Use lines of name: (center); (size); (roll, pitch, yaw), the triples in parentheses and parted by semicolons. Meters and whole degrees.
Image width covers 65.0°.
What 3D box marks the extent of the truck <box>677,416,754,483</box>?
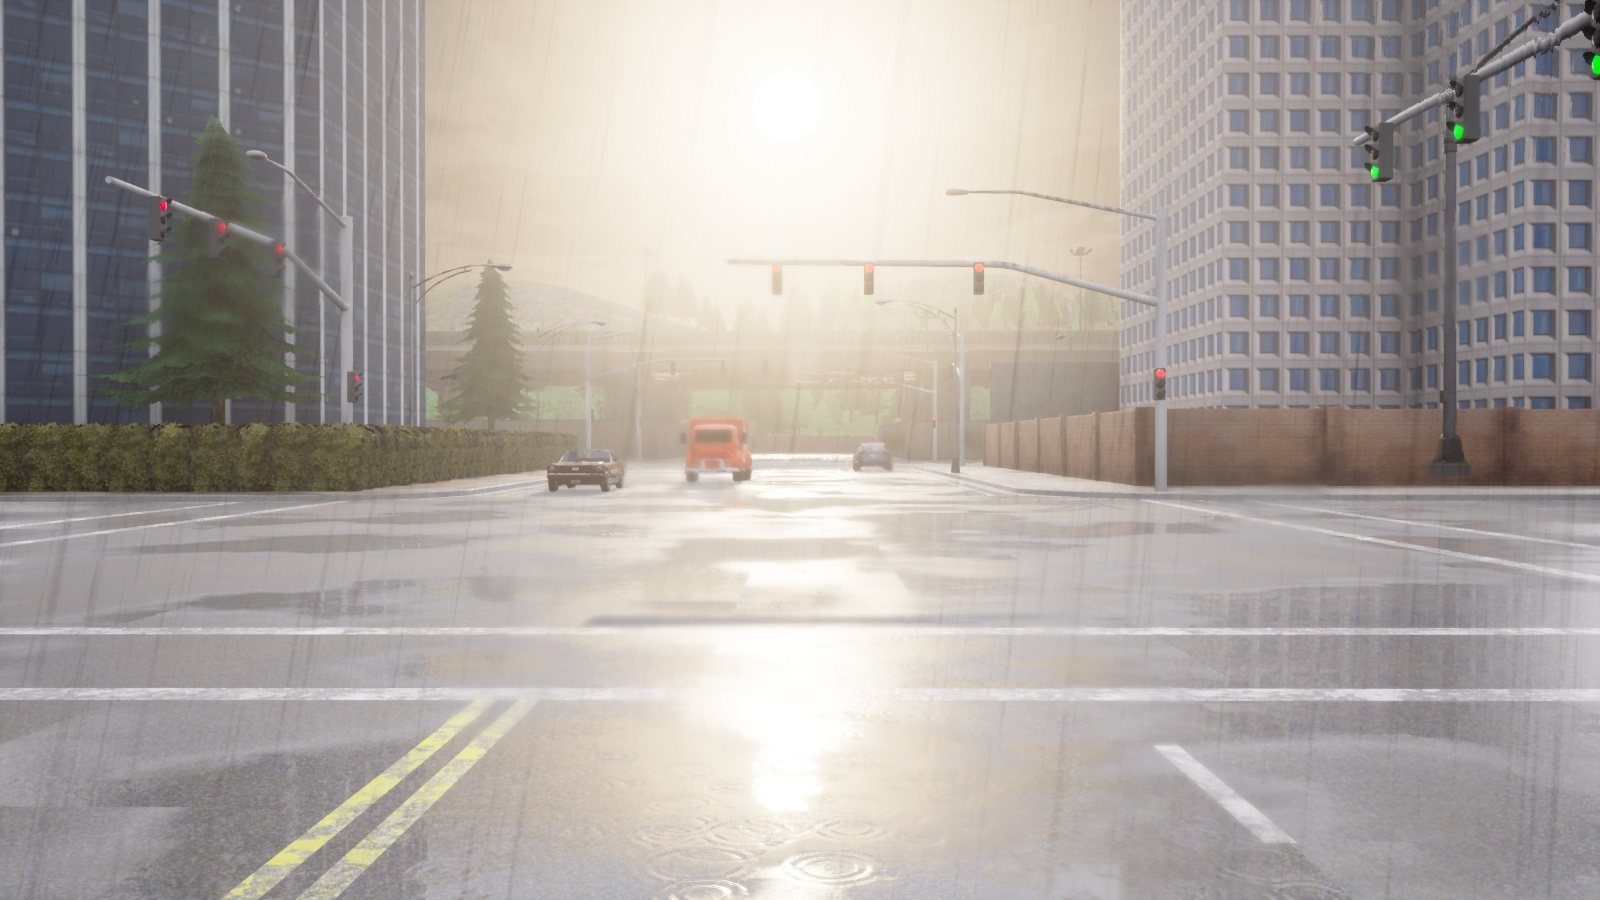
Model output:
truck: (-3.221, -0.019, 48.983); (2.627, 2.467, 5.204); (0, 0, 0)

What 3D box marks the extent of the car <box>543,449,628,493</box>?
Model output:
car: (-6.769, 0.615, 40.157); (1.895, 1.301, 4.718); (0, 0, 0)

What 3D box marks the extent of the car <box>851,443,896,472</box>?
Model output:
car: (3.876, 0.370, 67.134); (2.163, 1.488, 4.792); (0, 0, 0)
